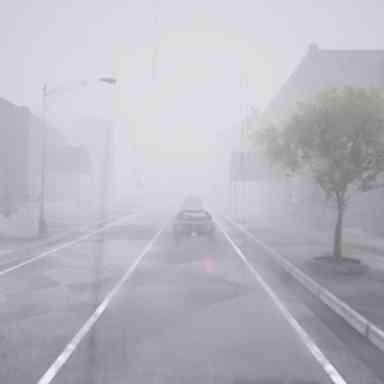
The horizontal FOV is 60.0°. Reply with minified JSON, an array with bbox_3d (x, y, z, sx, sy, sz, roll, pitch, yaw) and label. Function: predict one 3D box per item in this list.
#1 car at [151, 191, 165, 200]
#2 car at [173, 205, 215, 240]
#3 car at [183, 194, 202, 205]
[{"bbox_3d":[-6.087,0.640,59.187,1.837,1.490,4.892,1,2,-16],"label":"car"},{"bbox_3d":[0.094,1.555,16.803,1.895,1.301,4.718,0,0,0],"label":"car"},{"bbox_3d":[0.047,1.039,38.086,2.097,1.767,4.553,0,1,-1],"label":"car"}]
